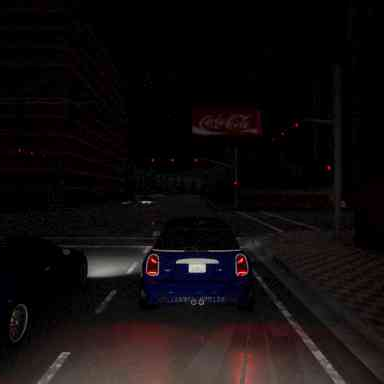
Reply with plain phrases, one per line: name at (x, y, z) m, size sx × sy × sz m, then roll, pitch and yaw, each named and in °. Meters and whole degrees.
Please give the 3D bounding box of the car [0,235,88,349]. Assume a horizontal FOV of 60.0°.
car at (-3.417, 1.526, 6.140) m, size 1.812 × 1.442 × 4.674 m, roll 0°, pitch 0°, yaw 0°

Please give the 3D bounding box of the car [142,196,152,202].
car at (-10.607, 1.553, 78.099) m, size 1.994 × 1.385 × 4.181 m, roll 0°, pitch 0°, yaw 0°

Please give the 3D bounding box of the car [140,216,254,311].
car at (0.089, 1.352, 7.934) m, size 2.097 × 1.767 × 4.553 m, roll 0°, pitch 0°, yaw 0°
